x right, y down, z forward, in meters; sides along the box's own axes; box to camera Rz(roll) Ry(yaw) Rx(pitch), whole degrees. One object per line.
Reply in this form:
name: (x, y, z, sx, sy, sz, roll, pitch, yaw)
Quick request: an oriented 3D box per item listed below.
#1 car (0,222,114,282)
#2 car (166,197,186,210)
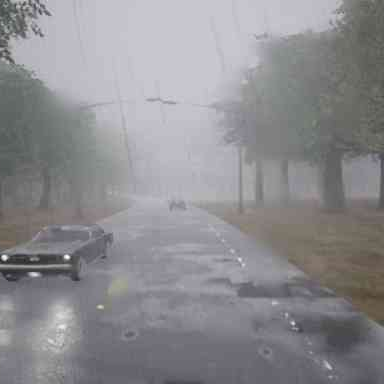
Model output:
car: (-3.743, 1.638, 10.015, 1.895, 1.301, 4.718, 0, 0, -1)
car: (-2.044, 1.448, 44.933, 2.097, 1.767, 4.553, 0, 0, -5)
